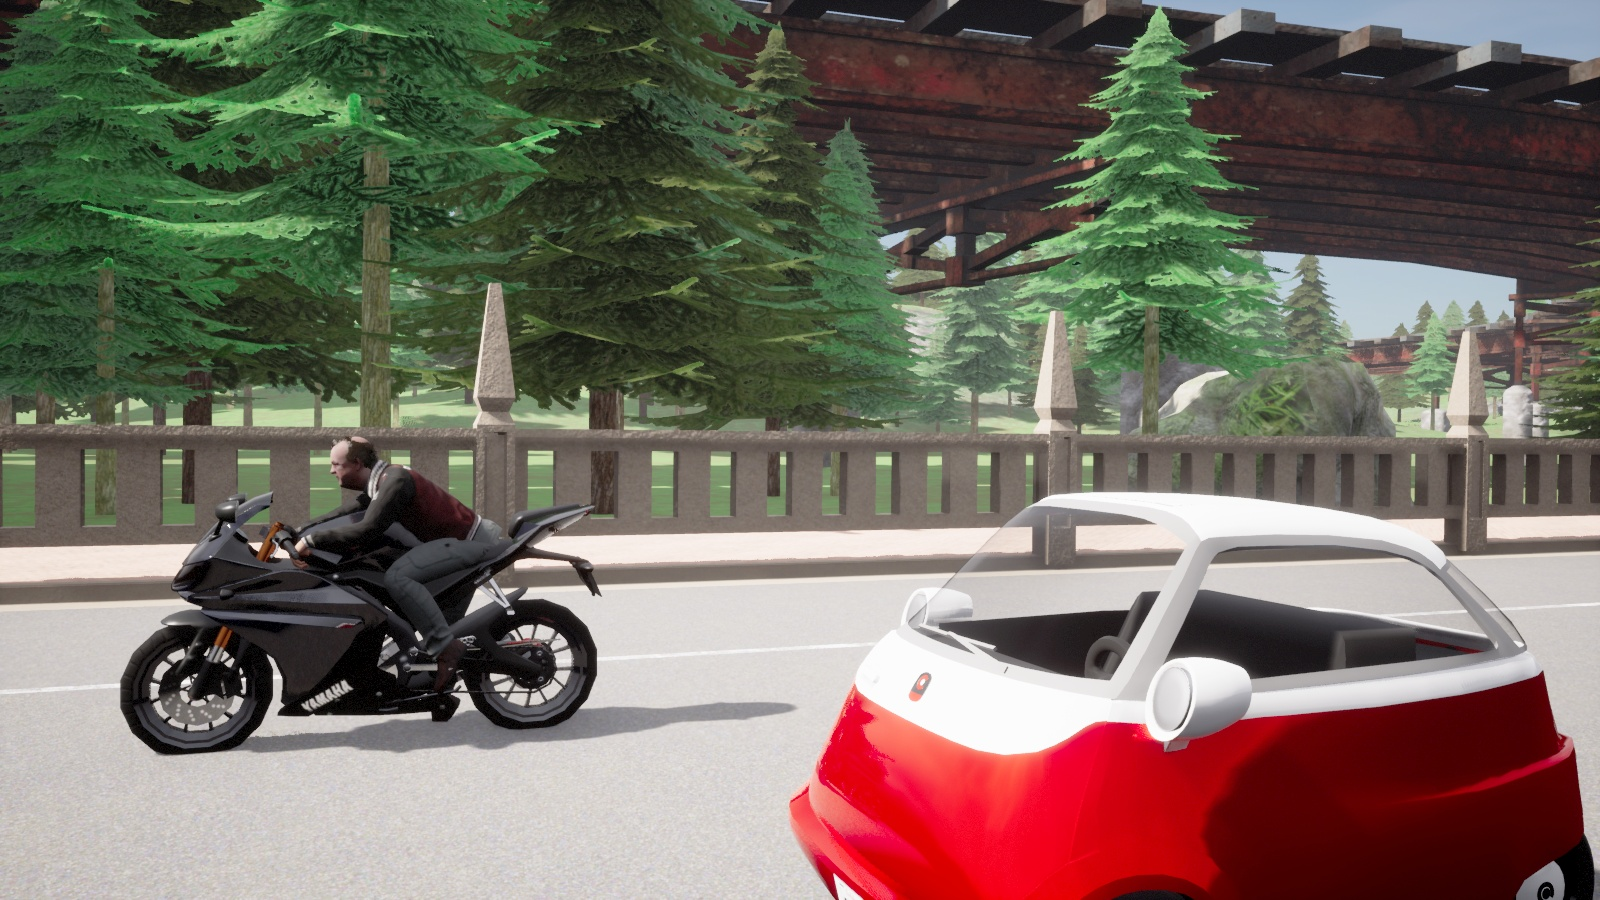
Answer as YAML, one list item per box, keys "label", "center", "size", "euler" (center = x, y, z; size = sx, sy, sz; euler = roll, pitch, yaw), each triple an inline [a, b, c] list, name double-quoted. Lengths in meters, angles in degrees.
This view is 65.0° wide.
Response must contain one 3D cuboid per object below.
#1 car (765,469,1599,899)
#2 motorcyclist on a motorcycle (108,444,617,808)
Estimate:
- label: "car"
  center: [1.187, 0.780, 3.690]
  size: [2.207, 1.376, 1.481]
  euler: [-1, 1, -21]
- label: "motorcyclist on a motorcycle"
  center: [-2.089, 0.755, 6.190]
  size: [2.191, 1.530, 0.866]
  euler: [-1, 1, -21]
